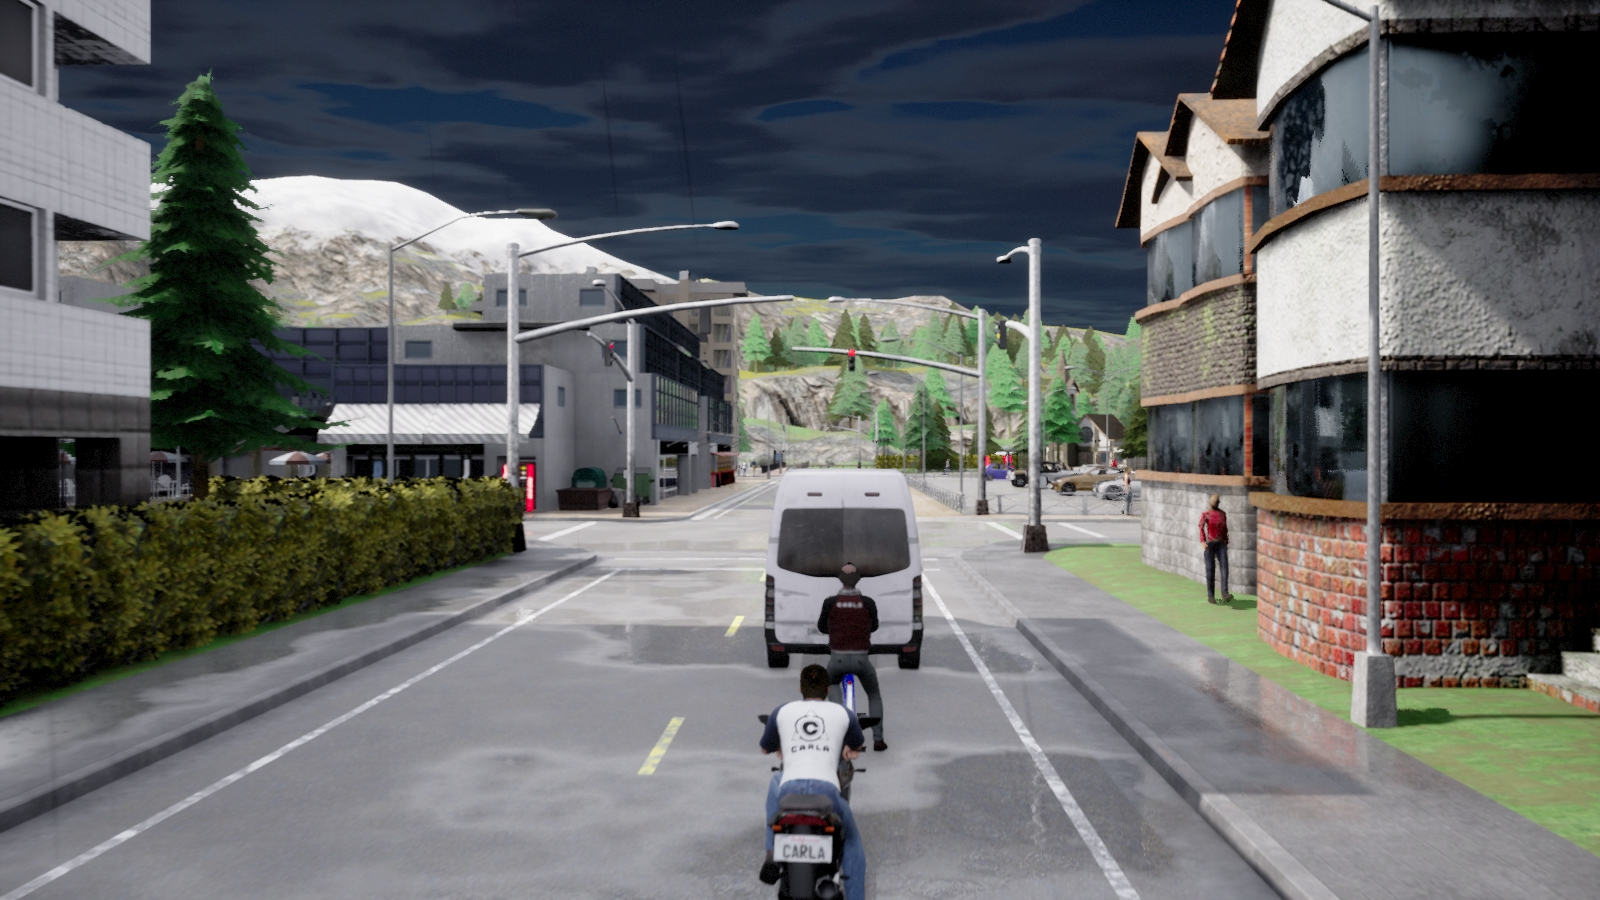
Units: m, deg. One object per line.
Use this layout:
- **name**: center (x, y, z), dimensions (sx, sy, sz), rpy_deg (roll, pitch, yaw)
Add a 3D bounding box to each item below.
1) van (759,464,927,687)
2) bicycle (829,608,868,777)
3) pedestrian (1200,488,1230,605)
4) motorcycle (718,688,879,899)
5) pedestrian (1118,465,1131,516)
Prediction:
- **van**: center (0.622, 1.515, 16.496), dimensions (1.988, 2.561, 5.915), rpy_deg (0, 0, 2)
- **bicycle**: center (0.442, 2.191, 10.642), dimensions (0.329, 1.171, 1.835), rpy_deg (0, 0, 2)
- **pedestrian**: center (6.746, 1.557, 18.578), dimensions (0.375, 1.860, 0.375), rpy_deg (0, 0, 6)
- **motorcycle**: center (0.060, 2.194, 6.734), dimensions (0.803, 1.145, 2.033), rpy_deg (0, 0, 4)
- **pedestrian**: center (12.016, 1.502, 42.300), dimensions (0.375, 1.860, 0.375), rpy_deg (0, 0, 2)
